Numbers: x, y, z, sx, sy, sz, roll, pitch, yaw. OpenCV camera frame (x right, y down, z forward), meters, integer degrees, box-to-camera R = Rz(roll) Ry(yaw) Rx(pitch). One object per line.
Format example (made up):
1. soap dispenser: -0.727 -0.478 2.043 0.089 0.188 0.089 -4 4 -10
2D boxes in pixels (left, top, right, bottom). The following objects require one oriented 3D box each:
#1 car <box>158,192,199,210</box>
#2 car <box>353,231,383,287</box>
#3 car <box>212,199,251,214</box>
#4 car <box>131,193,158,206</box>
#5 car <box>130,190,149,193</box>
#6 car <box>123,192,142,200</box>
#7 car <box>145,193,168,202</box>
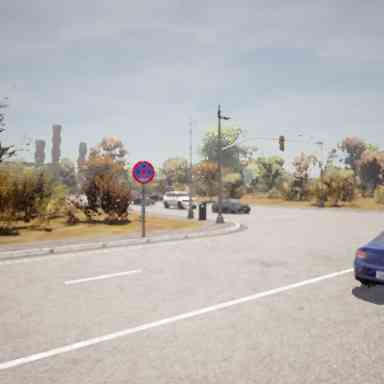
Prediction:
1. car: -1.453 0.977 39.791 2.150 2.045 5.566 -1 1 -33
2. car: 5.576 1.429 7.753 4.674 1.442 1.812 -1 0 -36
3. car: 3.688 1.332 31.717 1.994 1.385 4.181 -1 0 -32
4. car: -6.989 1.213 48.508 1.812 1.442 4.674 -1 1 -32
5. car: -9.437 0.729 59.142 2.150 2.045 5.566 -1 1 -33
6. car: -12.442 0.749 69.584 1.882 1.535 5.008 -1 2 -37
7. car: -6.520 0.960 61.088 2.128 1.511 4.902 -1 1 -33
